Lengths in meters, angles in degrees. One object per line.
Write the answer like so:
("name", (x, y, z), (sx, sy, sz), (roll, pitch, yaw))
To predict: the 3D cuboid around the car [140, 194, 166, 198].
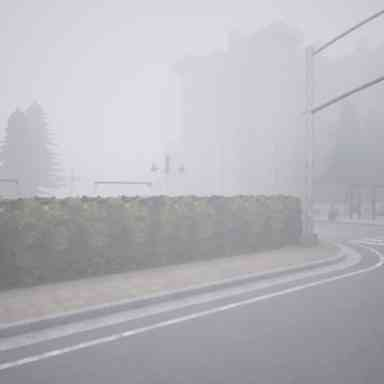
("car", (-3.403, 1.240, 32.698), (2.150, 2.045, 5.566), (0, 0, -36))
